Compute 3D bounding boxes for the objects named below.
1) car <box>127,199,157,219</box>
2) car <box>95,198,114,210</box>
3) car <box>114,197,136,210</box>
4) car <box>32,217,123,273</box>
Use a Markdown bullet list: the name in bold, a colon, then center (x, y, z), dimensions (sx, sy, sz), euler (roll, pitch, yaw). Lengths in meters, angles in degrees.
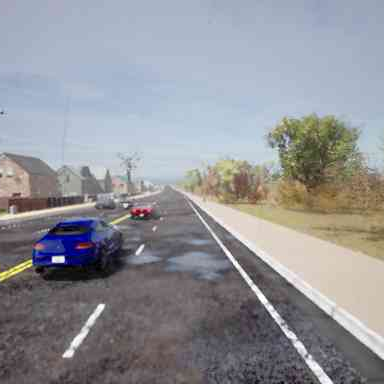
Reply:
- **car**: center (-4.094, 1.545, 28.726), dimensions (1.895, 1.301, 4.718), euler (-1, 0, -2)
- **car**: center (-11.233, 1.520, 43.534), dimensions (2.033, 1.411, 5.357), euler (-1, 0, -2)
- **car**: center (-7.948, 1.430, 41.962), dimensions (2.128, 1.511, 4.902), euler (-1, 0, -1)
- **car**: center (-3.458, 1.533, 10.689), dimensions (1.812, 1.442, 4.674), euler (-1, 0, -2)
